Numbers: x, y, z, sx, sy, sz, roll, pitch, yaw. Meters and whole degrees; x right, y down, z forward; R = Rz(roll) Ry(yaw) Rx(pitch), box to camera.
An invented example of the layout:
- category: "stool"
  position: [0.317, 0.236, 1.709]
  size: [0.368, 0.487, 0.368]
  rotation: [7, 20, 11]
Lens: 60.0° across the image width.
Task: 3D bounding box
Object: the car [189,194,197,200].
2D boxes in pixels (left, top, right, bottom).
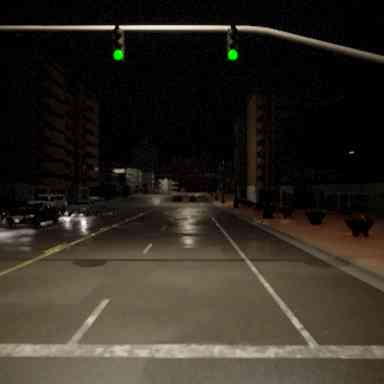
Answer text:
- category: "car"
  position: [0.161, 1.378, 87.247]
  size: [1.994, 1.385, 4.181]
  rotation: [0, 2, 0]

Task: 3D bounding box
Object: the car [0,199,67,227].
- category: "car"
  position: [-10.553, 1.475, 22.516]
  size: [2.128, 1.511, 4.902]
  rotation: [0, 0, 0]

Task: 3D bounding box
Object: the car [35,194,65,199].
- category: "car"
  position: [-14.014, 1.256, 32.223]
  size: [2.150, 2.045, 5.566]
  rotation: [0, 0, 0]

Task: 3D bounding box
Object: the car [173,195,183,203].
- category: "car"
  position: [-3.357, 1.469, 77.193]
  size: [2.097, 1.767, 4.553]
  rotation: [0, 1, 0]

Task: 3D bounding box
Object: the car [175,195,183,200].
- category: "car"
  position: [-3.339, 1.417, 87.284]
  size: [1.895, 1.301, 4.718]
  rotation: [0, 2, 0]

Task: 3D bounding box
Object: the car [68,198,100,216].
- category: "car"
  position: [-10.519, 1.564, 32.490]
  size: [1.812, 1.442, 4.674]
  rotation: [0, 0, 0]

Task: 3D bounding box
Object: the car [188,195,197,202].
- category: "car"
  position: [0.143, 1.641, 77.220]
  size: [2.128, 1.511, 4.902]
  rotation: [0, 1, 0]
